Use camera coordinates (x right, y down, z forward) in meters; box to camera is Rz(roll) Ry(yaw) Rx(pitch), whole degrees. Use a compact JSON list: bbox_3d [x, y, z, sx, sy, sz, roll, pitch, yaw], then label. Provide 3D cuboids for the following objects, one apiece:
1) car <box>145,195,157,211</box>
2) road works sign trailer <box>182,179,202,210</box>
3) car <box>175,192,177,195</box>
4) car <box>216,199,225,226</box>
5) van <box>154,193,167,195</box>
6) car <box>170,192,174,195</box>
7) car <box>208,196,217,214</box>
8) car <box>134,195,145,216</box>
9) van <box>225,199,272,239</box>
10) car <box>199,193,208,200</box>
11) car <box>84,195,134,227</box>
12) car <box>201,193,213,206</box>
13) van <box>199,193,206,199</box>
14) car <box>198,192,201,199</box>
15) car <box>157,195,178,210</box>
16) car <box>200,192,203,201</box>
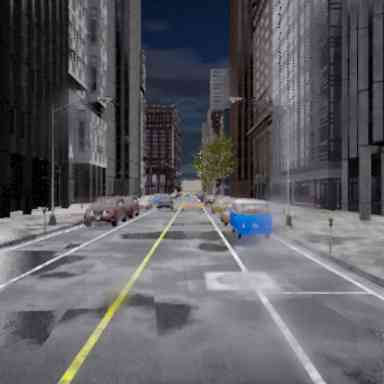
[{"bbox_3d":[-5.664,1.378,39.199,1.752,1.417,4.829,0,1,1],"label":"car"},{"bbox_3d":[0.002,0.319,38.605,2.380,3.560,2.880,0,0,0],"label":"road works sign trailer"},{"bbox_3d":[-5.662,1.288,90.157,1.802,1.307,4.206,0,0,0],"label":"car"},{"bbox_3d":[2.861,1.451,22.640,1.752,1.417,4.829,0,0,0],"label":"car"},{"bbox_3d":[-5.662,1.126,56.322,1.690,1.788,3.998,0,0,0],"label":"van"},{"bbox_3d":[-5.663,1.181,73.240,1.967,1.590,4.097,0,0,0],"label":"car"},{"bbox_3d":[2.868,1.401,33.953,1.752,1.417,4.829,0,1,1],"label":"car"},{"bbox_3d":[-5.665,1.218,28.130,2.192,1.841,5.009,0,0,0],"label":"car"},{"bbox_3d":[2.860,1.290,16.827,1.690,1.788,3.998,0,0,0],"label":"van"},{"bbox_3d":[2.863,1.158,84.505,1.967,1.590,4.097,0,0,0],"label":"car"},{"bbox_3d":[-5.665,1.241,22.490,2.192,1.841,5.009,0,0,0],"label":"car"},{"bbox_3d":[2.862,1.245,50.668,1.967,1.590,4.097,0,0,0],"label":"car"},{"bbox_3d":[2.864,1.047,90.144,1.690,1.788,3.998,0,0,0],"label":"van"},{"bbox_3d":[2.862,1.069,67.586,2.192,1.841,5.009,0,0,0],"label":"car"},{"bbox_3d":[-3.092,1.397,39.656,2.033,1.411,5.357,0,0,0],"label":"car"},{"bbox_3d":[2.862,1.225,56.307,1.967,1.590,4.097,0,0,0],"label":"car"}]
